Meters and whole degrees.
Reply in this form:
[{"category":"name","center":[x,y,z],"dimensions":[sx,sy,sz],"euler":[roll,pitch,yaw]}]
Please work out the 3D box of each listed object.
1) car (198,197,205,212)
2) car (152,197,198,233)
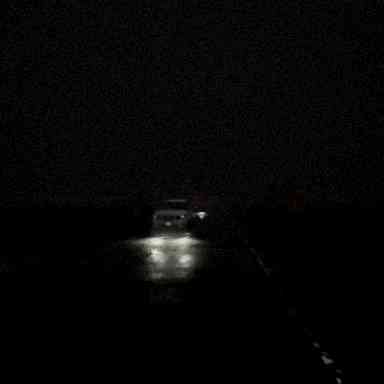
[{"category":"car","center":[0.638,1.716,47.675],"dimensions":[2.150,2.045,5.566],"euler":[-1,0,4]},{"category":"car","center":[-1.124,1.503,22.163],"dimensions":[2.150,2.045,5.566],"euler":[0,0,6]}]
